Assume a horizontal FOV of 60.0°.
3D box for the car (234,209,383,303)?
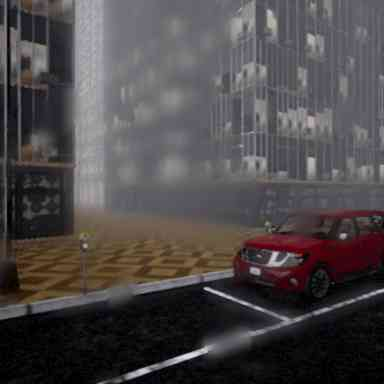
[{"bbox_3d":[3.396,1.387,8.534,5.009,1.841,2.192,1,-1,-35],"label":"car"}]
